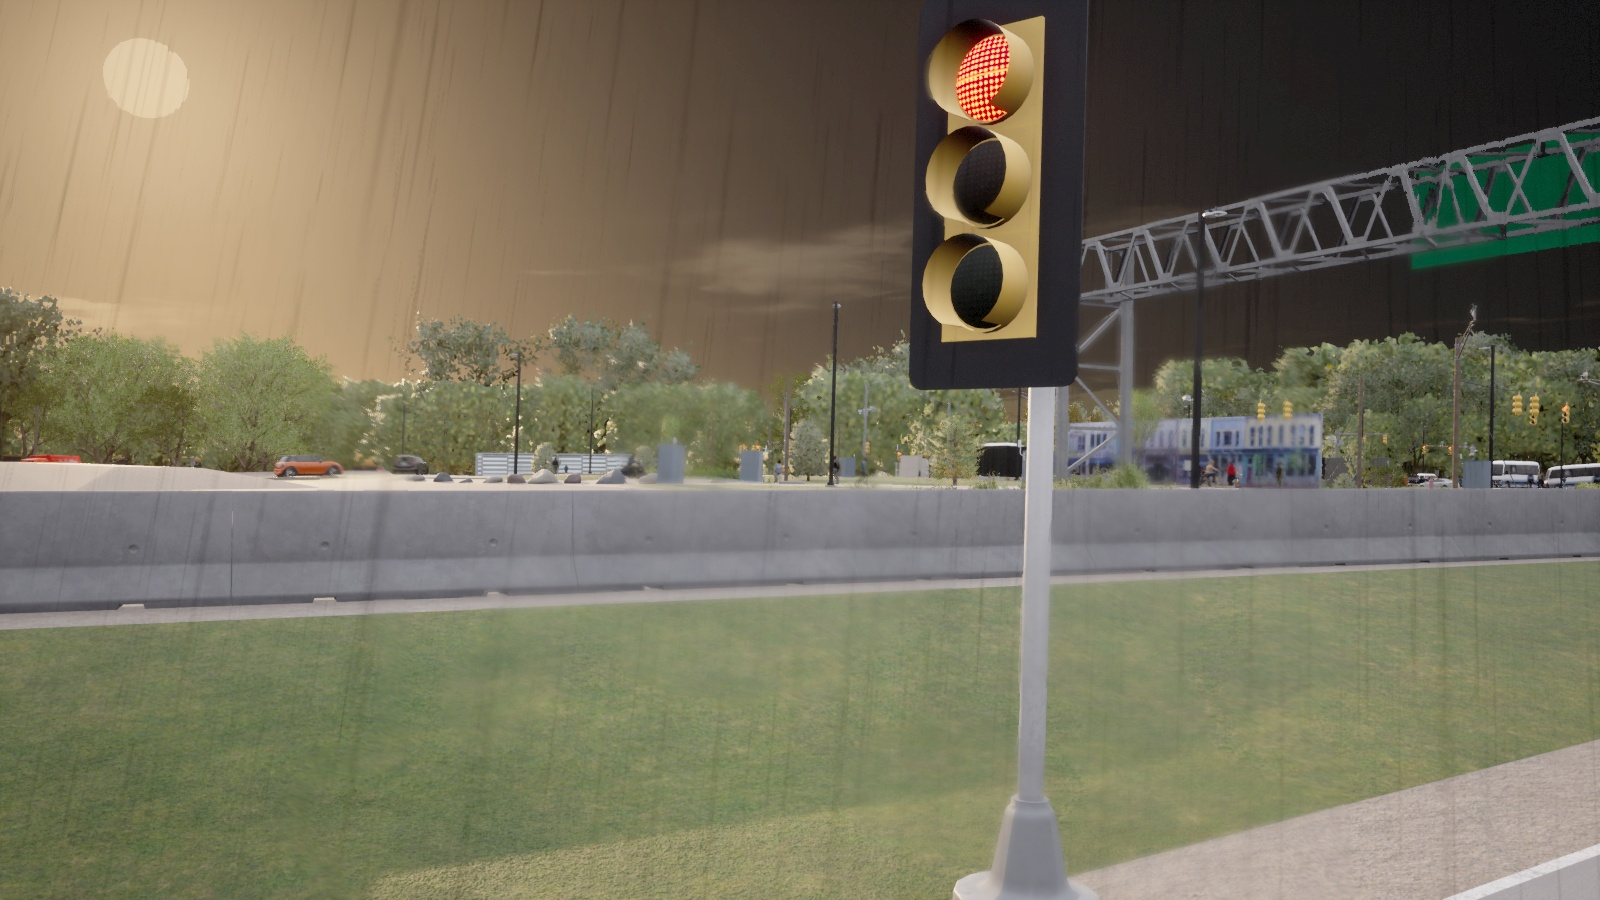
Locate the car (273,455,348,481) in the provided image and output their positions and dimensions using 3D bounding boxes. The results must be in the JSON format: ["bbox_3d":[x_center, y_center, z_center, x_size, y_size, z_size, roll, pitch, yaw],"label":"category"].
[{"bbox_3d":[-34.916,1.272,89.696,4.553,1.767,2.097,-1,1,-38],"label":"car"}]

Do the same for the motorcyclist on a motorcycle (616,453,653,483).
[{"bbox_3d":[-9.009,0.977,68.314,1.817,1.590,0.866,0,-2,24],"label":"motorcyclist on a motorcycle"}]
